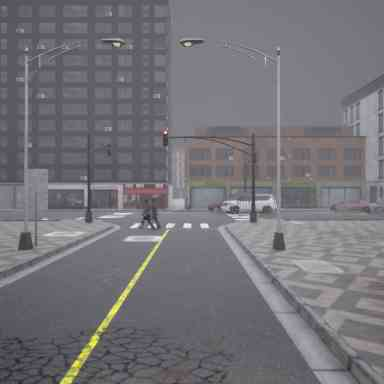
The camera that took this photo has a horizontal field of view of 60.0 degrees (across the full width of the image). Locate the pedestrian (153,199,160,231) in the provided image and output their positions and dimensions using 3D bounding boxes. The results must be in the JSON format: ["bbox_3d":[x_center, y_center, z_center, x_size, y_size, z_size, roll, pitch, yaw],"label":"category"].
[{"bbox_3d":[-2.223,1.301,19.598,0.375,1.860,0.375,0,0,0],"label":"pedestrian"}]

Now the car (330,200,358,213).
[{"bbox_3d":[17.723,1.578,37.118,4.181,1.385,1.994,0,0,0],"label":"car"}]

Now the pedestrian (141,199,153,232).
[{"bbox_3d":[-2.552,1.301,18.916,0.375,1.860,0.375,0,0,0],"label":"pedestrian"}]

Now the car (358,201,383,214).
[{"bbox_3d":[19.751,1.545,33.863,4.181,1.385,1.994,0,0,0],"label":"car"}]

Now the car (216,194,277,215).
[{"bbox_3d":[5.671,1.230,33.381,5.566,2.045,2.150,0,-1,-8],"label":"car"}]

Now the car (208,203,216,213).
[{"bbox_3d":[4.313,1.518,37.147,5.008,1.535,1.882,0,0,0],"label":"car"}]
